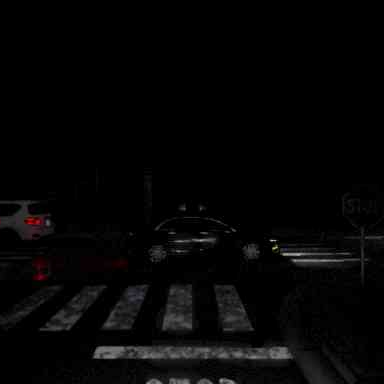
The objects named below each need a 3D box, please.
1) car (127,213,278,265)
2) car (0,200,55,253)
[{"bbox_3d":[0.328,1.478,11.008,4.892,1.490,1.837,-1,-1,0],"label":"car"},{"bbox_3d":[-8.725,1.383,13.955,5.566,2.045,2.150,-1,-1,0],"label":"car"}]
